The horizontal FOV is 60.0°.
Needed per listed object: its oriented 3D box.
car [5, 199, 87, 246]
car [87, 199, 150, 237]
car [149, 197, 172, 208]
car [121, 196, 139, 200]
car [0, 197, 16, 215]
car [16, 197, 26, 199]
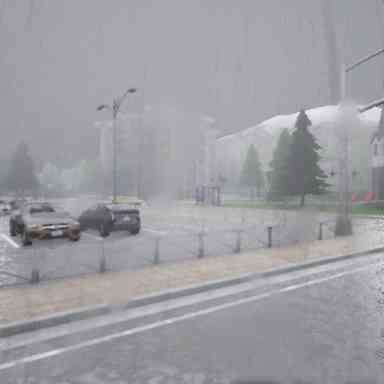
[{"bbox_3d":[-6.734,1.316,14.973,2.152,1.636,5.027,0,0,-36],"label":"car"},{"bbox_3d":[-4.229,1.311,16.862,2.007,1.523,4.514,0,0,-36],"label":"car"},{"bbox_3d":[-4.531,1.416,46.945,1.812,1.442,4.674,0,0,-37],"label":"car"},{"bbox_3d":[-8.716,1.384,46.666,1.882,1.535,5.008,0,0,-36],"label":"car"},{"bbox_3d":[-17.602,1.371,30.149,1.970,1.475,3.806,0,0,-36],"label":"car"},{"bbox_3d":[-19.561,1.347,37.903,1.845,1.501,3.633,0,0,-36],"label":"car"}]
